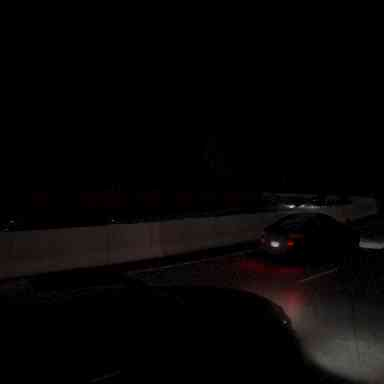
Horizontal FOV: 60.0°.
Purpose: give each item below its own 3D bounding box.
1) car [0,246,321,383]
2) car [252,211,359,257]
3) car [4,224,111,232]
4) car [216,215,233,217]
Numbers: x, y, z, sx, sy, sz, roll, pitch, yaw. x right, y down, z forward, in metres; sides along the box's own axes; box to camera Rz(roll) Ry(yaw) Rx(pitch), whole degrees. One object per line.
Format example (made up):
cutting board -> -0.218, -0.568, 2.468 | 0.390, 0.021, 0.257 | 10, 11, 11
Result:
car -> -0.918, 1.528, 3.296 | 4.674, 1.442, 1.812 | 0, 0, -36
car -> 4.371, 1.485, 12.128 | 4.674, 1.442, 1.812 | 0, 0, -42
car -> -6.576, 1.565, 16.742 | 5.357, 1.411, 2.033 | 0, 0, -39
car -> 3.557, 1.499, 21.154 | 2.033, 1.411, 5.357 | 0, 0, 45
